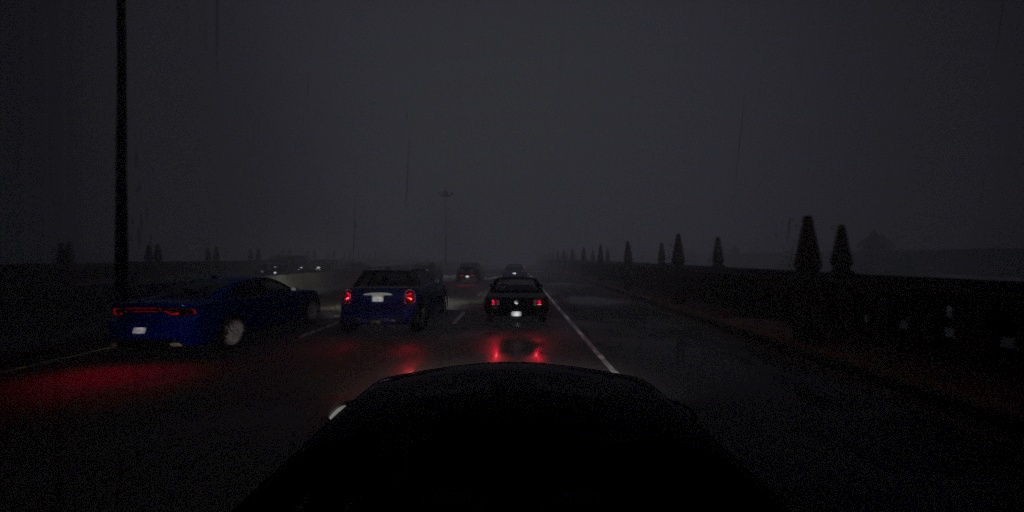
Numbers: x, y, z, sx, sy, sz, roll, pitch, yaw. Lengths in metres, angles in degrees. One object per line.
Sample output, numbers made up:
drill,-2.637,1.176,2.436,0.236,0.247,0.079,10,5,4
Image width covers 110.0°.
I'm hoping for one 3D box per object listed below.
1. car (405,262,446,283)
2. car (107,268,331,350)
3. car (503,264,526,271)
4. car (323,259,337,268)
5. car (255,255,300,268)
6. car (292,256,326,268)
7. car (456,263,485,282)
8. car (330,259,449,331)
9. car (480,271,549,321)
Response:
car,-6.807,1.245,28.755,2.128,1.511,4.902,0,0,0
car,-6.873,1.225,9.093,1.882,1.535,5.008,0,0,0
car,0.198,1.324,29.893,1.994,1.385,4.181,0,0,0
car,-13.993,1.227,31.294,1.882,1.535,5.008,0,0,0
car,-20.985,0.964,32.921,2.150,2.045,5.566,0,0,0
car,-17.484,1.099,32.797,2.097,1.767,4.553,0,0,0
car,-3.306,1.262,28.956,1.837,1.490,4.892,0,0,0
car,-3.366,1.102,11.125,2.097,1.767,4.553,0,0,0
car,0.135,1.355,12.420,1.895,1.301,4.718,0,0,0
